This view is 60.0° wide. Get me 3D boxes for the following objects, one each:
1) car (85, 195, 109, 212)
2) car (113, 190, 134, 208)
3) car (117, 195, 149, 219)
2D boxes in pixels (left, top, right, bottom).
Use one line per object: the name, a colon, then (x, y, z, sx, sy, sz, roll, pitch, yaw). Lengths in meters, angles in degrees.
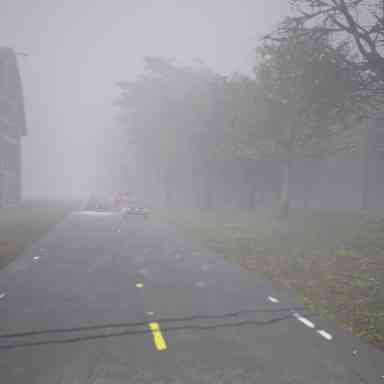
car: (-8.671, 1.027, 30.620, 1.994, 1.385, 4.181, 3, 0, -15)
car: (-7.886, 0.759, 38.543, 2.150, 2.045, 5.566, 3, 0, -14)
car: (-4.506, 1.243, 25.922, 2.033, 1.411, 5.357, 3, 0, -15)
